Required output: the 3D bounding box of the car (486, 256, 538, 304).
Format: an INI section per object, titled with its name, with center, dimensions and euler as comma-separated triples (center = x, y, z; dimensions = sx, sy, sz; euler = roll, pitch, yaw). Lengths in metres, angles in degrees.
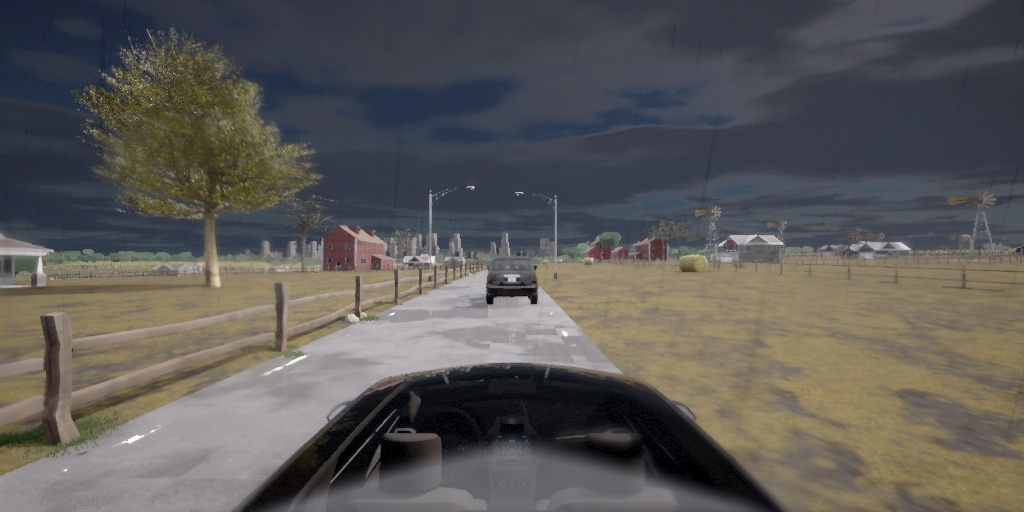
[car]
center = 0.000, 1.027, 16.538
dimensions = 2.150, 2.045, 5.566
euler = 0, 0, 0
